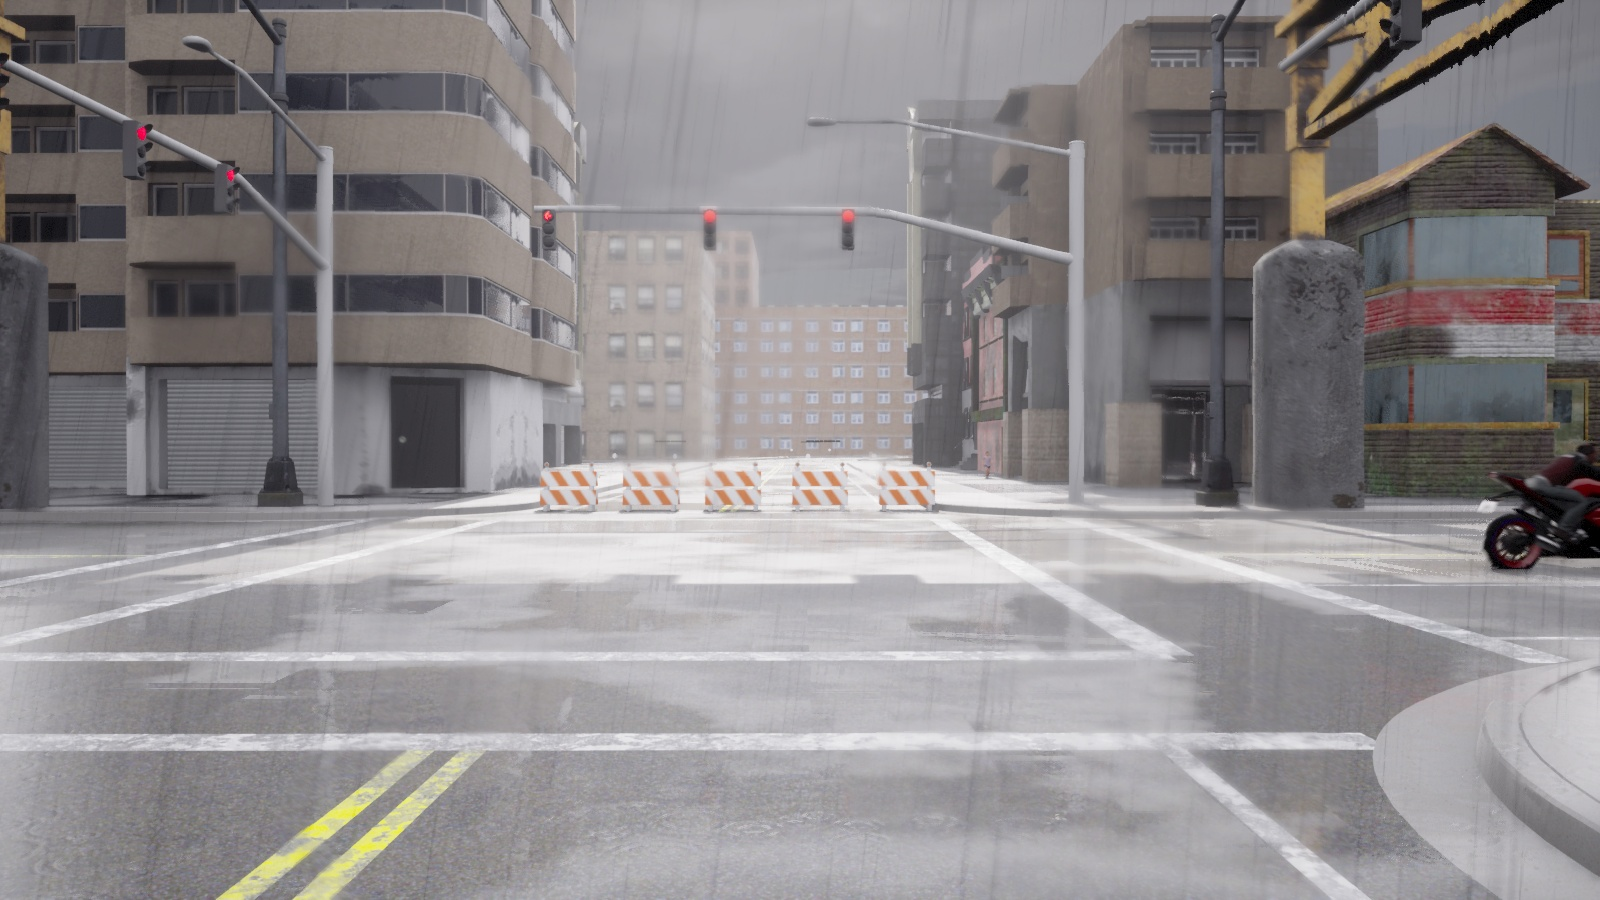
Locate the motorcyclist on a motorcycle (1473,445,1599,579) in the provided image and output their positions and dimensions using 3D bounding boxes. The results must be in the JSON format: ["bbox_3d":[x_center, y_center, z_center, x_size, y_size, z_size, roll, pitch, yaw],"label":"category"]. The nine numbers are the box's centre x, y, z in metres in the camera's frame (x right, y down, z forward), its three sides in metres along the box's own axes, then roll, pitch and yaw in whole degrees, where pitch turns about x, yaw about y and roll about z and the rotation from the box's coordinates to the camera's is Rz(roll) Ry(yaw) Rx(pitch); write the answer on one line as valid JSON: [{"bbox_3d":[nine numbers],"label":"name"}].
[{"bbox_3d":[9.224,0.706,14.733,2.191,1.530,0.866,0,0,0],"label":"motorcyclist on a motorcycle"}]
